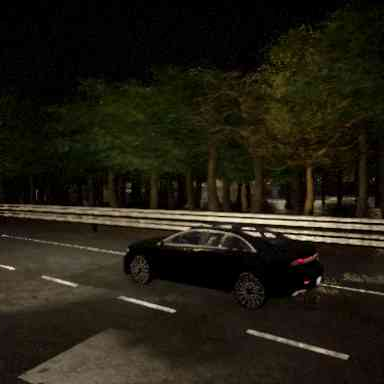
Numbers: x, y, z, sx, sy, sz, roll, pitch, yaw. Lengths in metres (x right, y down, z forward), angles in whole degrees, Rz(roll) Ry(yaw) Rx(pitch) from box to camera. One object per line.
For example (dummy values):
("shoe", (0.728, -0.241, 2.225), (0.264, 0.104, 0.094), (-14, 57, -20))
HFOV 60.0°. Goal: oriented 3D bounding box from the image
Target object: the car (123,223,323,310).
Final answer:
("car", (0.472, 1.493, 7.838), (4.902, 1.511, 2.128), (0, 0, 35))
